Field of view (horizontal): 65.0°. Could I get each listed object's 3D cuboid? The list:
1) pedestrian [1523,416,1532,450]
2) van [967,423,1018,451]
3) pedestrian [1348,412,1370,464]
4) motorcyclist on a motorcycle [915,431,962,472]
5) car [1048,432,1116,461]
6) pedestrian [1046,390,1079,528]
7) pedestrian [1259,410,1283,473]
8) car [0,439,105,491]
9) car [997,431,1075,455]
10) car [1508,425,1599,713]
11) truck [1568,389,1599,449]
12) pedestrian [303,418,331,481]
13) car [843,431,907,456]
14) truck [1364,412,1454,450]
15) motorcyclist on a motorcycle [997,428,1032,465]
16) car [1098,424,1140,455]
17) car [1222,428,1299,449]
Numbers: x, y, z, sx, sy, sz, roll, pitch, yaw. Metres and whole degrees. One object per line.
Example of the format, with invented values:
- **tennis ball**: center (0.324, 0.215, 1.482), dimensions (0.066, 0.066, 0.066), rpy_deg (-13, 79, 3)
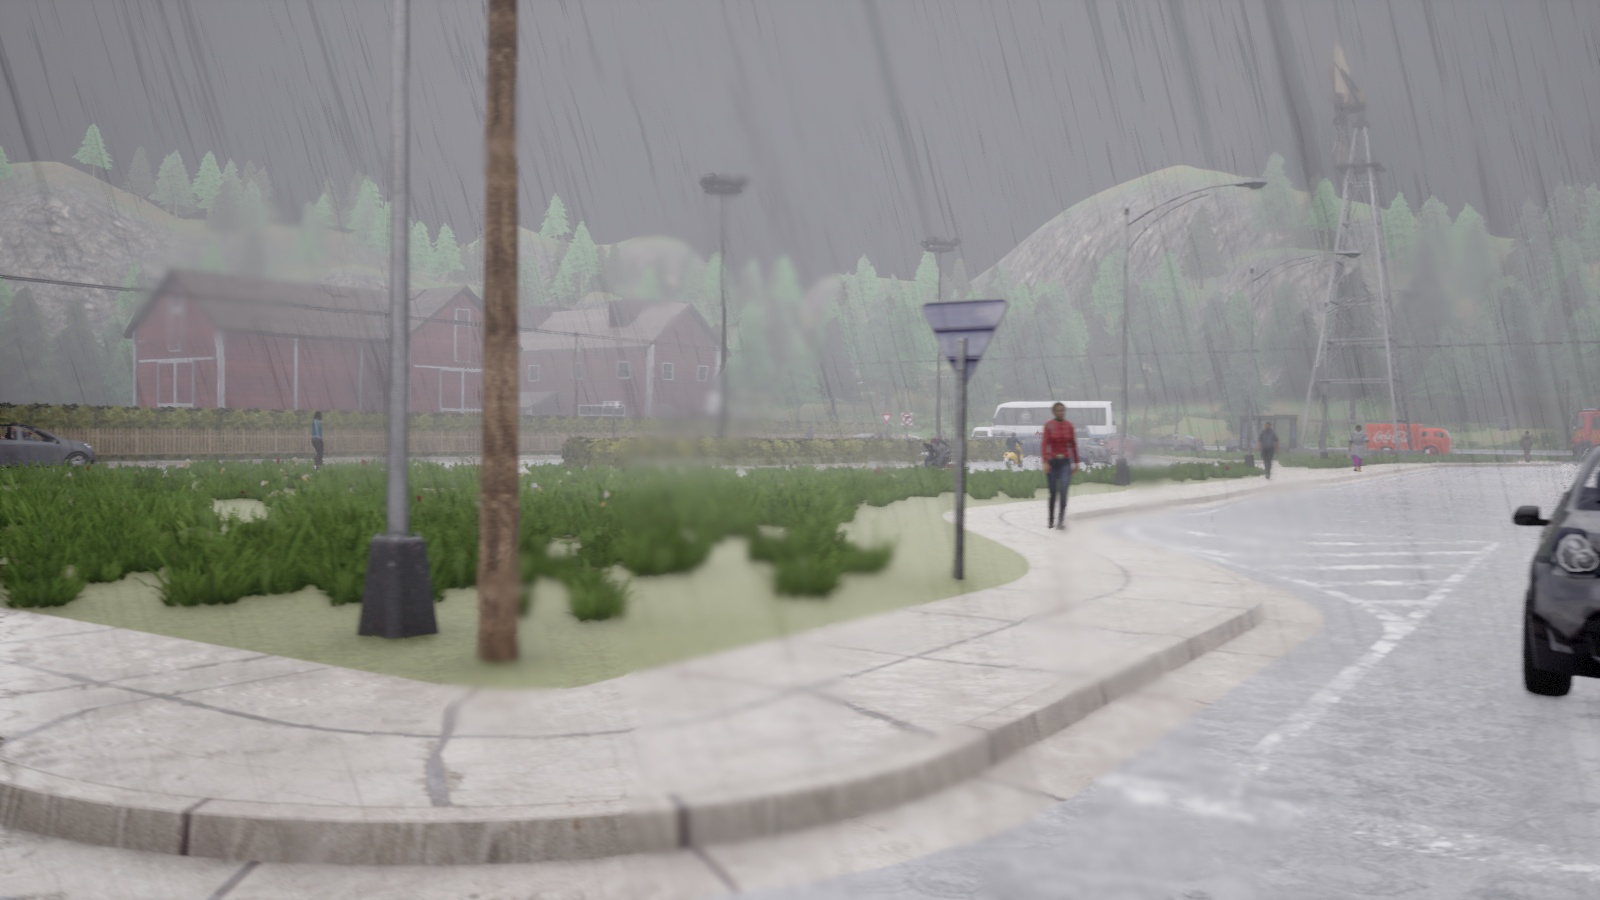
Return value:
- **pedestrian**: center (41.815, -0.977, 72.160), dimensions (0.396, 1.930, 0.692), rpy_deg (0, 1, 32)
- **van**: center (14.465, -0.964, 94.262), dimensions (2.069, 2.038, 4.480), rpy_deg (0, 1, 33)
- **pedestrian**: center (21.379, -0.463, 48.033), dimensions (0.659, 1.952, 0.873), rpy_deg (0, 1, 30)
- **motorcyclist on a motorcycle**: center (5.419, 0.048, 49.025), dimensions (0.866, 1.530, 2.191), rpy_deg (0, 2, 34)
- **car**: center (14.030, -0.182, 62.275), dimensions (1.994, 1.385, 4.181), rpy_deg (0, 1, 33)
- **pedestrian**: center (3.587, 0.119, 17.177), dimensions (0.331, 1.846, 0.636), rpy_deg (0, 1, 3)
- **pedestrian**: center (14.044, -0.252, 37.419), dimensions (0.540, 1.848, 0.694), rpy_deg (0, 1, 31)
- **car**: center (-23.215, 0.436, 37.802), dimensions (3.633, 1.501, 1.845), rpy_deg (-1, 1, -44)
- **car**: center (14.843, -0.460, 79.235), dimensions (1.812, 1.442, 4.674), rpy_deg (-1, 1, -41)
- **car**: center (5.565, 0.588, 7.780), dimensions (1.845, 1.501, 3.633), rpy_deg (0, 1, 33)
- **truck**: center (52.628, -2.002, 79.904), dimensions (2.891, 3.827, 8.468), rpy_deg (0, 1, 5)
- **pedestrian**: center (-14.958, -0.010, 38.903), dimensions (0.692, 1.930, 0.396), rpy_deg (-1, 1, -37)
- **car**: center (4.786, -0.453, 79.608), dimensions (2.007, 1.525, 4.514), rpy_deg (0, 1, 33)
- **truck**: center (41.176, -1.288, 84.925), dimensions (5.204, 2.467, 2.627), rpy_deg (0, 1, 34)
- **motorcyclist on a motorcycle**: center (9.450, -0.156, 55.291), dimensions (0.866, 1.590, 1.817), rpy_deg (0, 1, 33)
- **car**: center (17.913, -0.614, 70.394), dimensions (2.152, 1.651, 5.027), rpy_deg (0, 1, 16)
- **car**: center (33.119, -0.802, 90.324), dimensions (4.792, 1.488, 2.163), rpy_deg (0, 1, 34)
